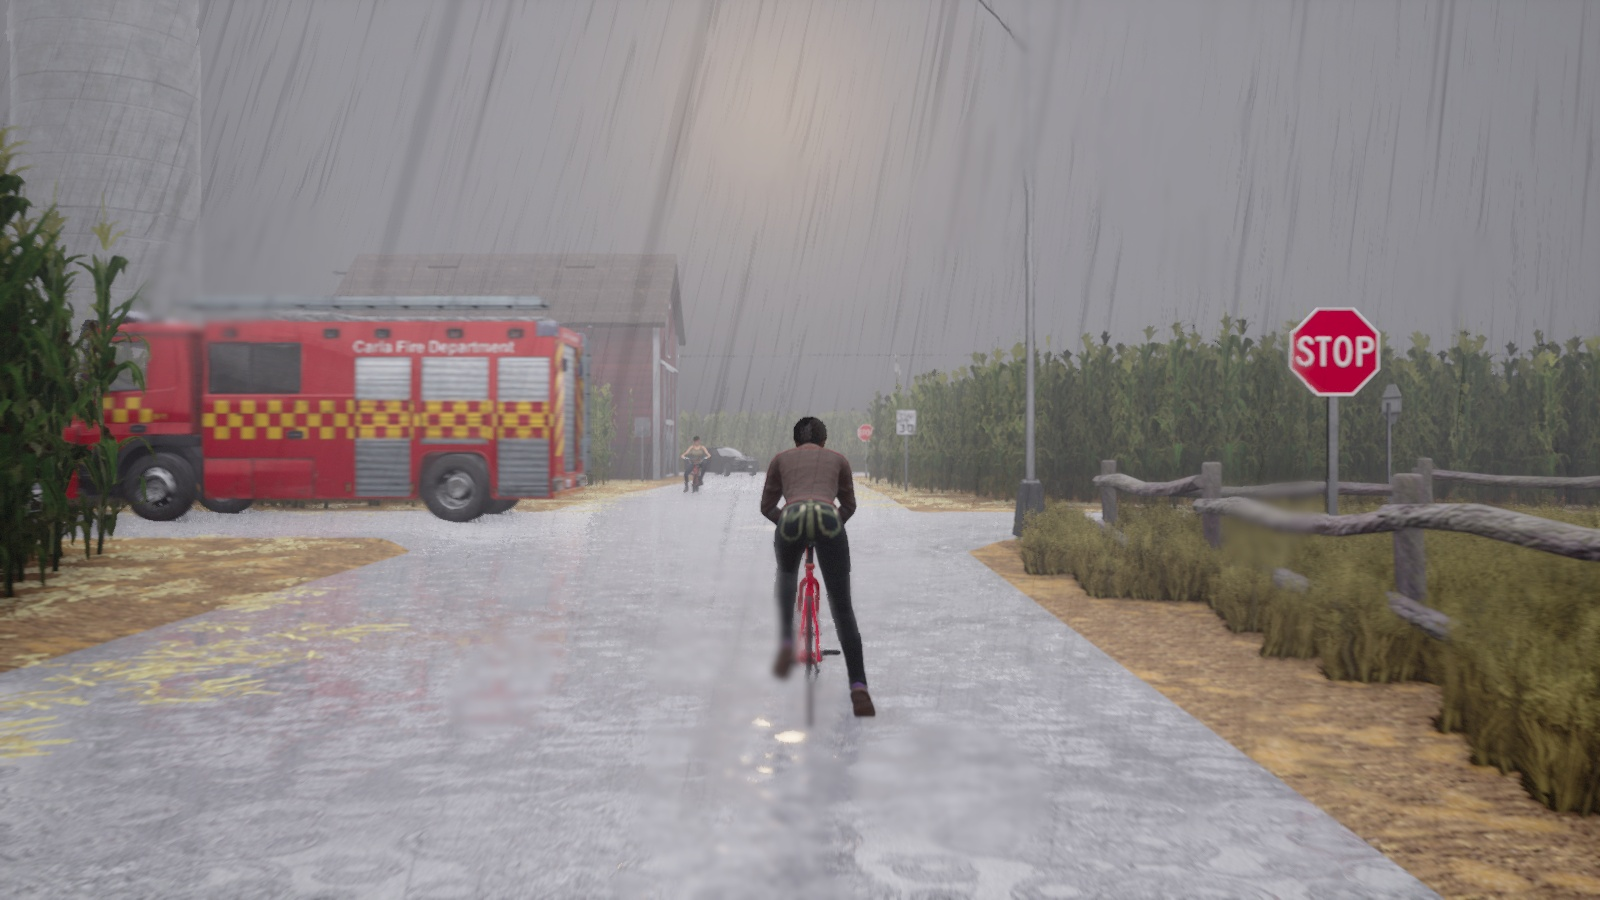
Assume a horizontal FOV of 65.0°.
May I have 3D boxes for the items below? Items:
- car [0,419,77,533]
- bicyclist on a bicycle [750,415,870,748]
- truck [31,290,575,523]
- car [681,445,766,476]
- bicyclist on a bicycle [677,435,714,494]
[{"bbox_3d":[-14.026,0.370,19.142,4.856,1.649,2.033,0,0,1],"label":"car"},{"bbox_3d":[0.055,0.634,6.926,0.582,1.620,1.656,0,0,0],"label":"bicyclist on a bicycle"},{"bbox_3d":[-8.474,-0.734,22.181,8.468,3.827,2.891,0,0,1],"label":"truck"},{"bbox_3d":[-3.992,0.531,64.794,1.882,1.535,5.008,0,0,-38],"label":"car"},{"bbox_3d":[-2.873,0.394,34.734,0.866,1.612,1.509,0,0,1],"label":"bicyclist on a bicycle"}]
